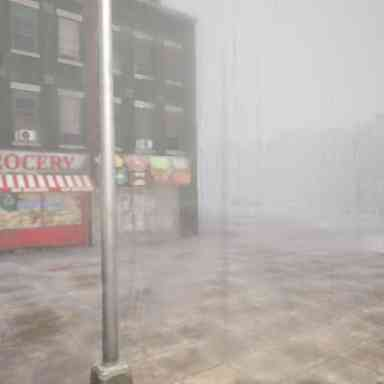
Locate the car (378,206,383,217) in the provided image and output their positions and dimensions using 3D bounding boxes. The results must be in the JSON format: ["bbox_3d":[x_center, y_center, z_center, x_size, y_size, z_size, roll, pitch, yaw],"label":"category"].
[{"bbox_3d":[18.692,1.616,29.051,1.994,1.385,4.181,-1,1,-35],"label":"car"}]

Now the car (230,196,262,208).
[{"bbox_3d":[7.271,1.339,45.167,1.837,1.490,4.892,-1,2,-35],"label":"car"}]
